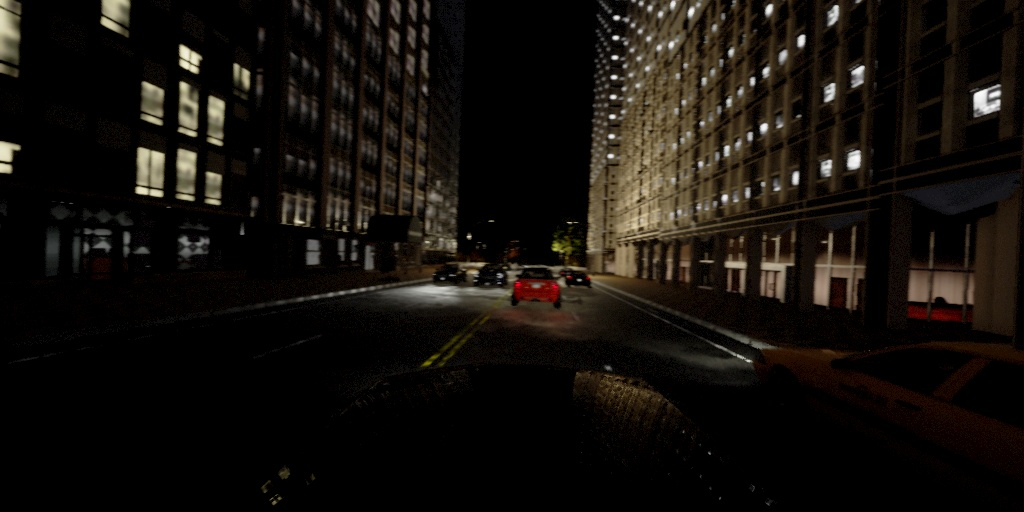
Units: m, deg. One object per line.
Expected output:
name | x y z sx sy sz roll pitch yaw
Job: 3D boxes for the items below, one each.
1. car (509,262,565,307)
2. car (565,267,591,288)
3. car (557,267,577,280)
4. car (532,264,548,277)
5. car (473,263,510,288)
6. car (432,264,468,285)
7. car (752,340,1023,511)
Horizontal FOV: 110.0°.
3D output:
car | 1.210 1.348 17.353 2.097 1.767 4.553 2 -1 5
car | 5.506 1.902 30.297 1.994 1.385 4.181 2 -1 5
car | 6.662 2.099 44.004 2.033 1.411 5.357 2 -1 5
car | 3.915 1.996 49.924 2.128 1.511 4.902 2 -1 5
car | -1.478 1.347 26.579 2.097 1.767 4.553 2 -1 5
car | -4.657 1.364 27.596 2.128 1.511 4.902 2 -1 5
car | 4.319 1.406 3.095 1.801 1.575 5.366 2 -1 5
